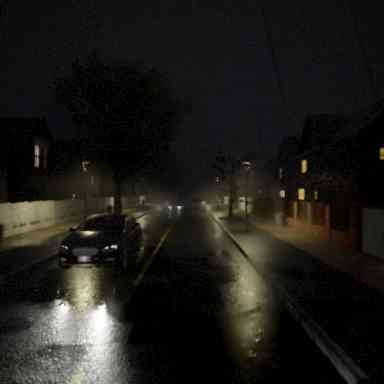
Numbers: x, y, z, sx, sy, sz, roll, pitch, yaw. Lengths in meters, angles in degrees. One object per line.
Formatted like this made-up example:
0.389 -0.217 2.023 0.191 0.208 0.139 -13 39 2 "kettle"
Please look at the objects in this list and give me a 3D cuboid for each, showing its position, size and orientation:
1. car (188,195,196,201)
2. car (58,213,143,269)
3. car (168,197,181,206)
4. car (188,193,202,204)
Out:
-0.082 1.533 86.183 2.033 1.411 5.357 0 0 0 "car"
-2.853 1.503 11.242 2.128 1.511 4.902 0 0 0 "car"
-2.855 1.602 56.035 1.812 1.442 4.674 0 0 0 "car"
0.865 1.419 68.312 2.097 1.767 4.553 -2 0 0 "car"
